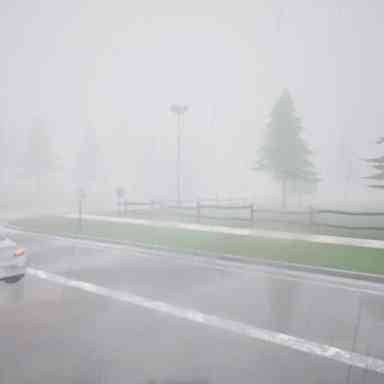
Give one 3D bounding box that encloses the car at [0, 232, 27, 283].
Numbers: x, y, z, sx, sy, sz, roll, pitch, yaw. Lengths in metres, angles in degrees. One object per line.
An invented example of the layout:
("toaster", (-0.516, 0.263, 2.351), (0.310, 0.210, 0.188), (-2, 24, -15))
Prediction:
("car", (-5.845, 1.457, 8.113), (4.674, 1.442, 1.812), (1, 0, 36))
